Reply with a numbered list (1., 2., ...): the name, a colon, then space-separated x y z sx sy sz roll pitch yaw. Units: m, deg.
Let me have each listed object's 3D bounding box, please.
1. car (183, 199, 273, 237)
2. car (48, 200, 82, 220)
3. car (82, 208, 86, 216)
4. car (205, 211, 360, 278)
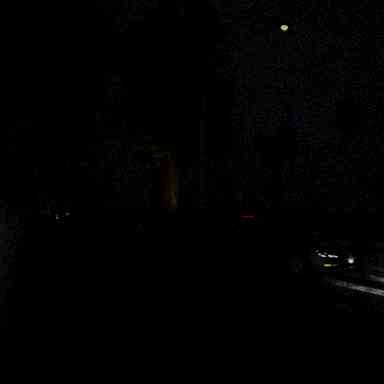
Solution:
1. car: 1.739 1.371 17.134 2.150 2.045 5.566 0 -1 -35
2. car: -13.317 1.787 33.618 2.150 2.045 5.566 0 -1 -35
3. car: -14.291 2.242 40.153 1.994 1.385 4.181 0 -1 -35
4. car: 2.716 1.570 10.570 1.837 1.490 4.892 0 -1 -35
